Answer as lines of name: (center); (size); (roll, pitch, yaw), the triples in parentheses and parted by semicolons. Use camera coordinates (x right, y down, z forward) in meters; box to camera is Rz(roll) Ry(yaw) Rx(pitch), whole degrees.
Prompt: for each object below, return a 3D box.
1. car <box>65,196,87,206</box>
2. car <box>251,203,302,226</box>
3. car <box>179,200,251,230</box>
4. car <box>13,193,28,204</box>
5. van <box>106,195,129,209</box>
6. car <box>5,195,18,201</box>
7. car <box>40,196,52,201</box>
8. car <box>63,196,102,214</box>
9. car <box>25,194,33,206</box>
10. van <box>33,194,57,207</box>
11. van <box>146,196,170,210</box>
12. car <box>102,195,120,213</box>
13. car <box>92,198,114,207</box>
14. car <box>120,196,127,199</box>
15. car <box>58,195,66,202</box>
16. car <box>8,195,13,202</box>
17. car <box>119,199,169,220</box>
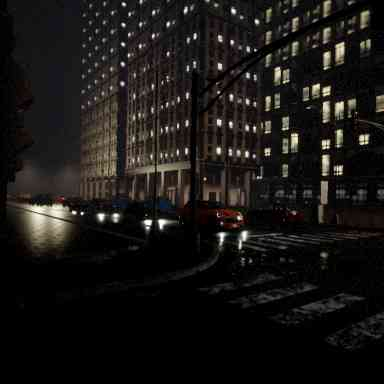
car: (-18.900, 1.456, 54.177); (2.128, 1.511, 4.902); (1, -1, -35)
car: (5.765, 1.505, 23.952); (1.967, 1.590, 4.097); (1, -1, -35)
car: (1.111, 1.303, 20.509); (2.097, 1.767, 4.553); (1, -1, -35)
car: (-30.517, 1.155, 60.534); (2.192, 1.841, 5.009); (1, -1, -35)
van: (-10.597, 1.368, 46.973); (1.690, 1.788, 3.998); (1, -1, -35)
car: (-40.338, 1.378, 74.344); (2.008, 1.369, 4.403); (1, -1, -35)
car: (-36.782, 1.570, 83.801); (1.802, 1.307, 4.206); (1, -1, -35)
car: (-10.885, 1.427, 32.908); (2.008, 1.369, 4.403); (1, -1, -35)
car: (-23.976, 1.432, 51.323); (1.802, 1.307, 4.206); (1, -1, -35)
van: (-20.699, 1.197, 46.722); (1.690, 1.788, 3.998); (1, -1, -35)
van: (-4.052, 1.382, 37.764); (1.690, 1.788, 3.998); (1, -1, -35)
car: (-9.960, 1.402, 36.090); (1.882, 1.535, 5.008); (1, -1, -36)
car: (-13.874, 1.586, 51.574); (1.947, 1.339, 4.313); (1, -1, -35)
car: (-7.328, 1.584, 42.366); (2.008, 1.369, 4.403); (1, -1, -35)
car: (-15.951, 1.404, 44.584); (2.128, 1.511, 4.902); (1, -1, -35)
car: (-37.066, 1.397, 69.740); (1.947, 1.339, 4.313); (1, -1, -35)
car: (-4.094, 1.502, 27.822); (1.994, 1.385, 4.181); (1, -1, -35)
